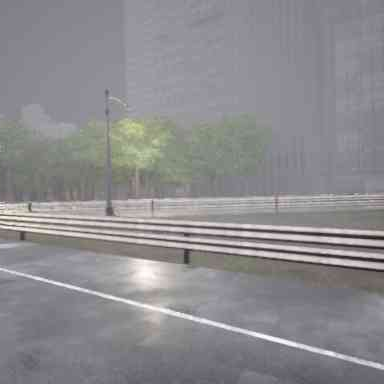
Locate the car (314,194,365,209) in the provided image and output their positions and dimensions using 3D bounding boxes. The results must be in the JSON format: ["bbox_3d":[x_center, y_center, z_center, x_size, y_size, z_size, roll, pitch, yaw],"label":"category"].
[{"bbox_3d":[14.810,0.927,33.397,4.902,1.511,2.128,-1,-1,-6],"label":"car"}]
